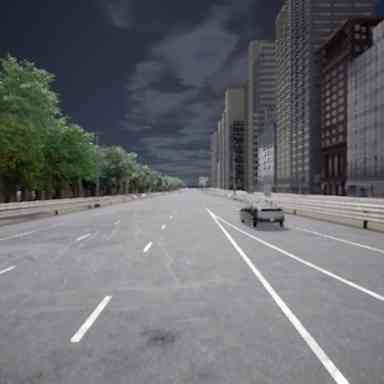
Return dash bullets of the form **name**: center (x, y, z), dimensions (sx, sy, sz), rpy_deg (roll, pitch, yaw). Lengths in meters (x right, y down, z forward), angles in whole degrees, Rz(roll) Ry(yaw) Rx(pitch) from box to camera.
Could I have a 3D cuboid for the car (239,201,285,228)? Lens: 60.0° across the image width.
- **car**: center (4.264, 1.330, 20.841), dimensions (2.128, 1.511, 4.902), rpy_deg (0, 0, -4)
